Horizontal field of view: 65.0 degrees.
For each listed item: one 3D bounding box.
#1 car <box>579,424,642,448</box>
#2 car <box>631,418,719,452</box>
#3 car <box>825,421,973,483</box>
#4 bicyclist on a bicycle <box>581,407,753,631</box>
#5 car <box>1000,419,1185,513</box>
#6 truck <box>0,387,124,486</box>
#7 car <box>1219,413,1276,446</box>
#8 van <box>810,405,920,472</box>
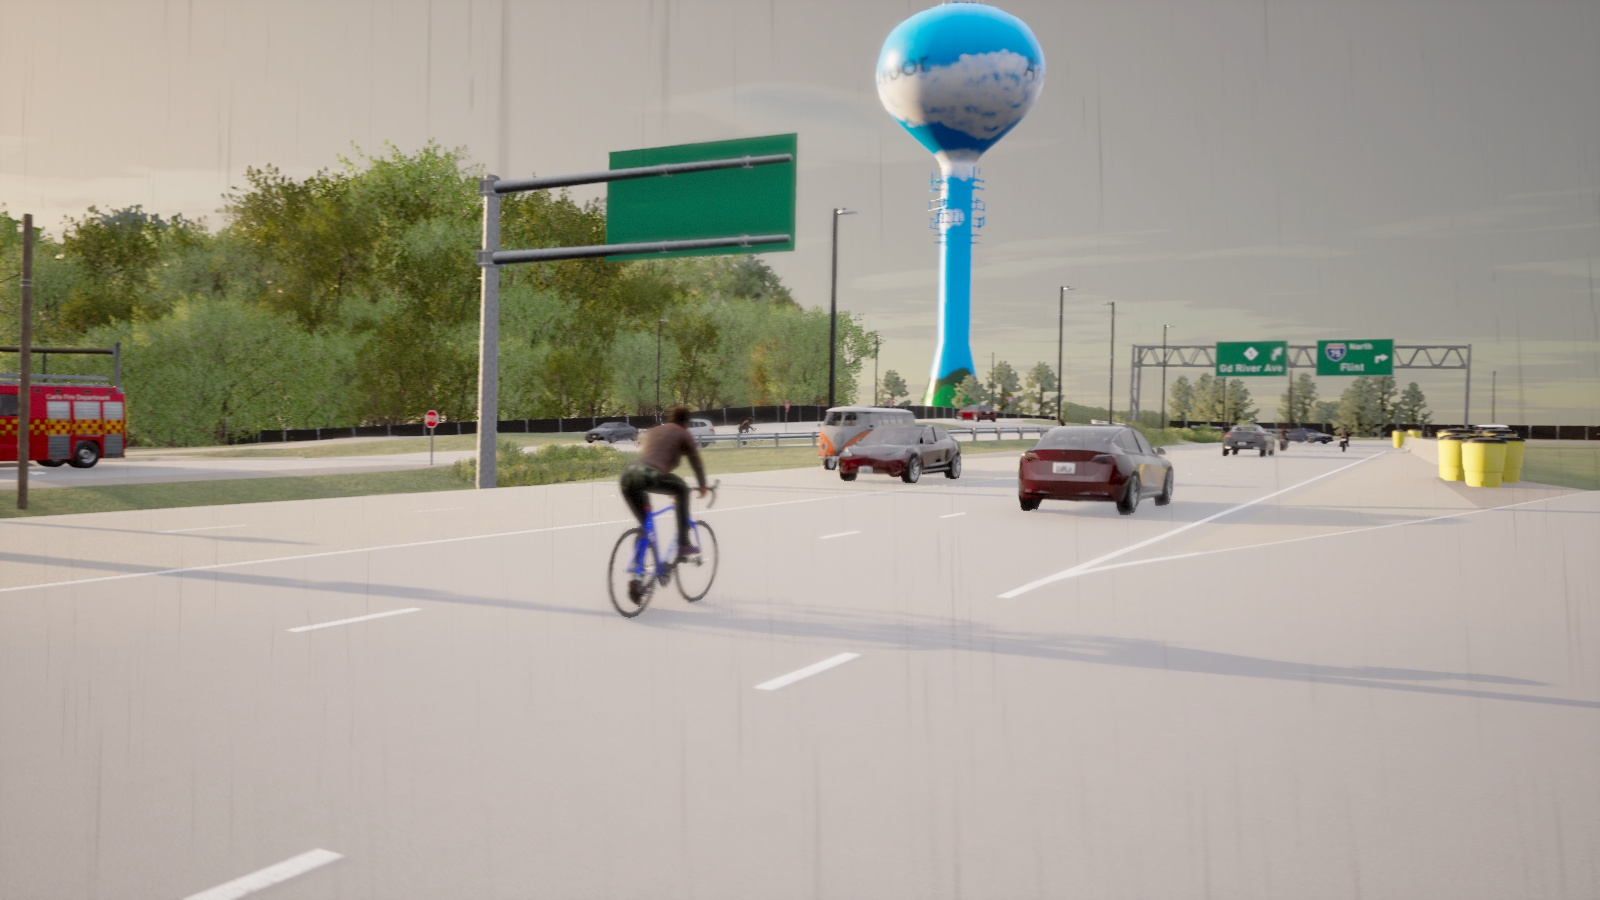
[{"bbox_3d":[-12.583,-0.956,83.679,1.994,1.385,4.181,0,4,28],"label":"car"},{"bbox_3d":[-7.084,-0.853,70.892,4.611,1.667,2.242,-3,0,-12],"label":"car"},{"bbox_3d":[2.689,-0.002,32.763,2.163,1.488,4.792,0,1,27],"label":"car"},{"bbox_3d":[-1.007,0.481,9.921,0.582,1.620,1.656,1,1,25],"label":"bicyclist on a bicycle"},{"bbox_3d":[5.415,0.201,22.725,2.163,1.488,4.792,0,1,27],"label":"car"},{"bbox_3d":[-31.703,-0.543,49.790,2.891,3.827,8.468,0,2,26],"label":"truck"},{"bbox_3d":[23.381,-1.086,65.517,2.152,1.651,5.027,0,1,27],"label":"car"},{"bbox_3d":[2.116,-0.390,39.326,1.775,1.987,4.442,0,1,27],"label":"van"}]
